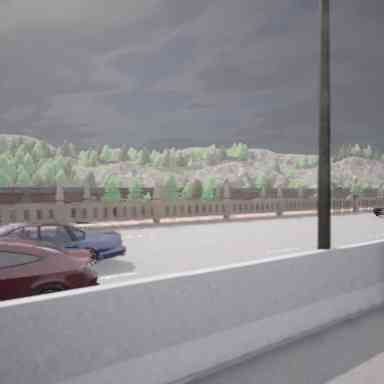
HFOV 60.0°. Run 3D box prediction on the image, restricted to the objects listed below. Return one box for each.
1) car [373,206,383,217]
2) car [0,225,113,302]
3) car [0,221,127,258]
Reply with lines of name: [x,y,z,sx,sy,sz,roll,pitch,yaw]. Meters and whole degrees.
car: [18.262,1.602,29.908,4.718,1.301,1.895,0,0,-35]
car: [-3.925,1.526,5.492,4.674,1.442,1.812,0,0,-36]
car: [-4.572,1.547,9.330,5.357,1.411,2.033,0,0,-36]
